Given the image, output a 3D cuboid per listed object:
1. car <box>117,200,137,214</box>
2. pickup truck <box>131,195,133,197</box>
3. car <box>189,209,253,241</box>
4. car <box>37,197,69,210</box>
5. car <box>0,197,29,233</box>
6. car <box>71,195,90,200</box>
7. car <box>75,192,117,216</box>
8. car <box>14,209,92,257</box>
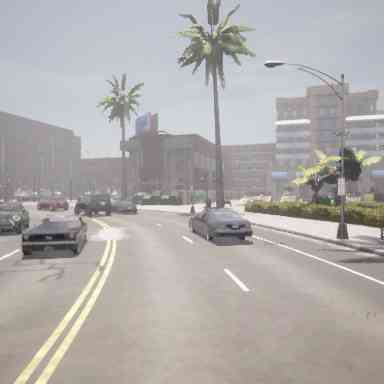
[{"bbox_3d":[-7.504,1.564,35.301,1.994,1.385,4.181,0,0,-37],"label":"car"},{"bbox_3d":[-9.496,1.090,64.026,2.390,2.098,6.274,0,0,18],"label":"pickup truck"},{"bbox_3d":[1.266,1.547,16.834,2.033,1.411,5.357,0,0,-14],"label":"car"},{"bbox_3d":[-16.928,1.352,40.357,4.553,1.767,2.097,0,0,39],"label":"car"},{"bbox_3d":[-10.535,1.352,18.804,2.097,1.767,4.553,0,0,-20],"label":"car"},{"bbox_3d":[-30.299,1.574,90.253,4.718,1.301,1.895,0,0,18],"label":"car"},{"bbox_3d":[-9.666,1.221,32.482,2.150,2.045,5.566,0,0,-36],"label":"car"},{"bbox_3d":[-5.279,1.601,13.302,1.895,1.301,4.718,0,0,-13],"label":"car"}]
